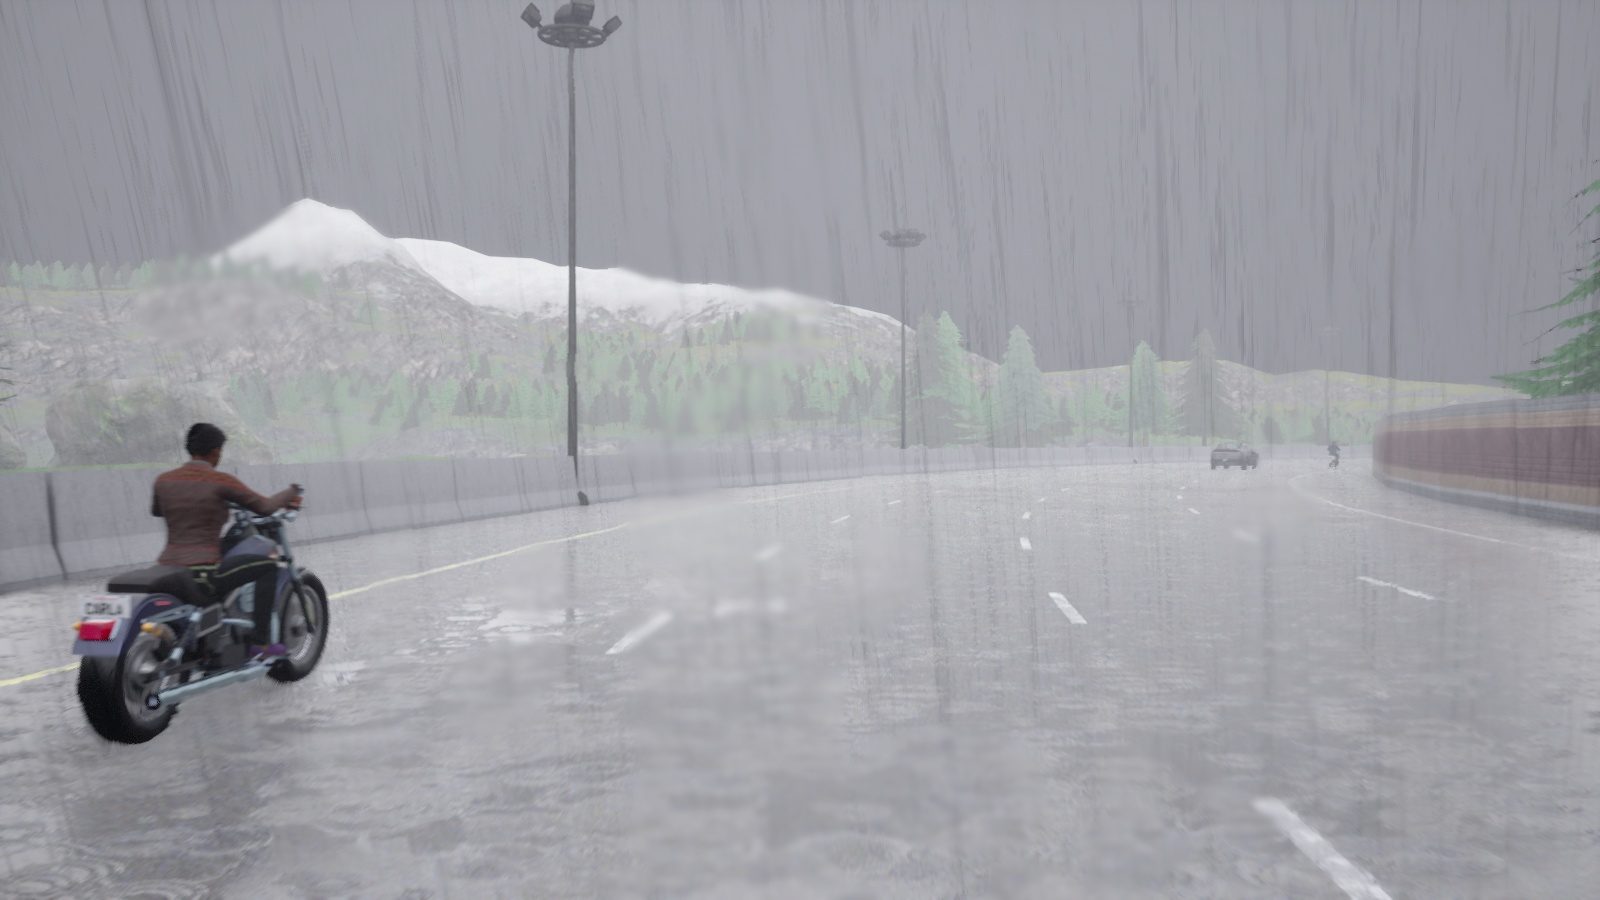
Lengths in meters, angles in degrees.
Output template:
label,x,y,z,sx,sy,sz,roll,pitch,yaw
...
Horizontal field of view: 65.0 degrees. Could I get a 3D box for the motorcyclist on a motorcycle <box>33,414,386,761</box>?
label,x,y,z,sx,sy,sz,roll,pitch,yaw
motorcyclist on a motorcycle,-3.228,0.653,7.202,0.766,1.649,2.350,1,0,4

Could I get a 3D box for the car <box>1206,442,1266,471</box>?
label,x,y,z,sx,sy,sz,roll,pitch,yaw
car,24.068,0.335,69.230,2.128,1.511,4.902,0,0,32
